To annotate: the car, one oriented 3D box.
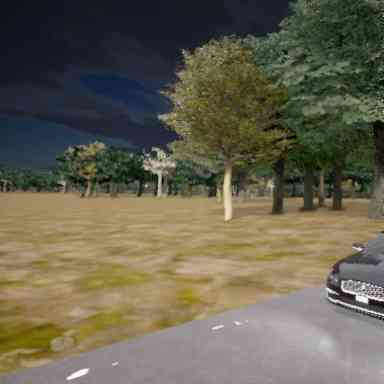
[{"bbox_3d":[4.698,1.445,6.724,4.892,1.490,1.837,-1,1,-35],"label":"car"}]
